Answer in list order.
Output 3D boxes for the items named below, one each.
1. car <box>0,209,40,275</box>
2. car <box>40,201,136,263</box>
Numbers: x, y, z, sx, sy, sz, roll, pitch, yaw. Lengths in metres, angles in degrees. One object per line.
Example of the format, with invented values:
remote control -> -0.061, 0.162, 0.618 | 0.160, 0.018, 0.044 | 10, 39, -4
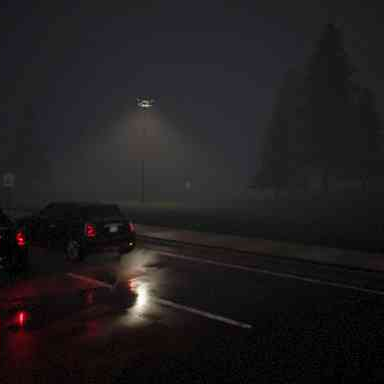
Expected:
car -> -6.087, 1.057, 8.257 | 4.553, 1.767, 2.097 | 2, 1, 36
car -> -4.043, 1.059, 11.098 | 4.553, 1.767, 2.097 | 2, 1, 36
